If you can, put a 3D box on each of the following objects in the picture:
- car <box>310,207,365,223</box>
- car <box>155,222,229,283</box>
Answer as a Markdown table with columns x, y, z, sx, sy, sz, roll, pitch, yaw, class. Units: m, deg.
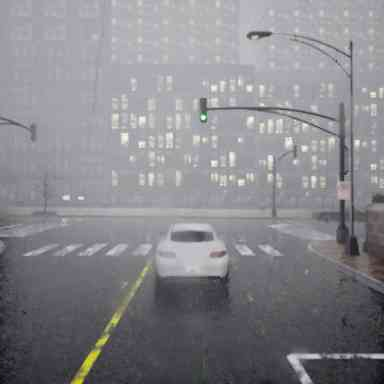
| x | y | z | sx | sy | sz | roll | pitch | yaw | class |
| --- | --- | --- | --- | --- | --- | --- | --- | --- | --- |
| 12.878 | 1.977 | 28.931 | 4.718 | 1.301 | 1.895 | 1 | -1 | -1 | car |
| -0.020 | 1.590 | 9.728 | 1.812 | 1.442 | 4.674 | 0 | 0 | -1 | car |
